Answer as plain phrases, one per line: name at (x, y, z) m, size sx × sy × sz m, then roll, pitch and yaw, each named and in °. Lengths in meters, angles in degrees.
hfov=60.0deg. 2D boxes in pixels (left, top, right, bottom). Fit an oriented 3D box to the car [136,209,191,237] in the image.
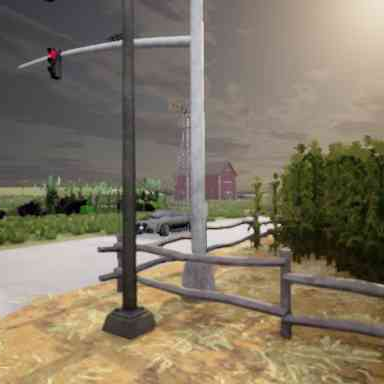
car at (-1.480, 1.668, 18.821) m, size 1.994 × 1.385 × 4.181 m, roll -1°, pitch 0°, yaw 35°
